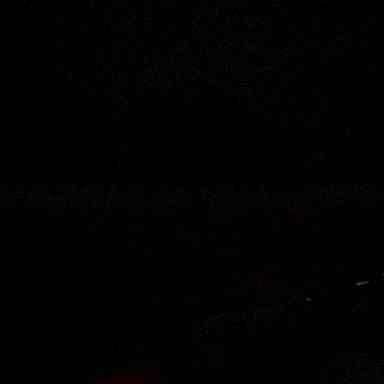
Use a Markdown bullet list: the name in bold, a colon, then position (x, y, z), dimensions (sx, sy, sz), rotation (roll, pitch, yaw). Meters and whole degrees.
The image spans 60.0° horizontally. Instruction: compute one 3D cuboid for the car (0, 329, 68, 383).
- **car**: position (-3.124, 1.561, 1.137), dimensions (5.357, 1.411, 2.033), rotation (0, 0, -36)
